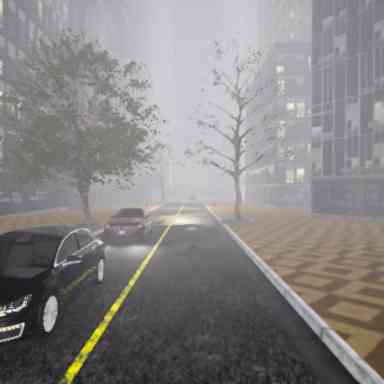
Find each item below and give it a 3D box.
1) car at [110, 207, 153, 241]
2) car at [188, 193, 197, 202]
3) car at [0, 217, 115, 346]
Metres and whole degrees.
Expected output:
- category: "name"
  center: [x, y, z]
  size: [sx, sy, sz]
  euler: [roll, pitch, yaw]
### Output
- category: "car"
  center: [-3.056, 1.511, 16.858]
  size: [1.812, 1.442, 4.674]
  euler: [0, 0, 0]
- category: "car"
  center: [0.148, 1.503, 75.795]
  size: [1.837, 1.490, 4.892]
  euler: [0, 0, 0]
- category: "car"
  center: [-3.084, 1.496, 6.638]
  size: [1.837, 1.490, 4.892]
  euler: [0, 0, 0]
